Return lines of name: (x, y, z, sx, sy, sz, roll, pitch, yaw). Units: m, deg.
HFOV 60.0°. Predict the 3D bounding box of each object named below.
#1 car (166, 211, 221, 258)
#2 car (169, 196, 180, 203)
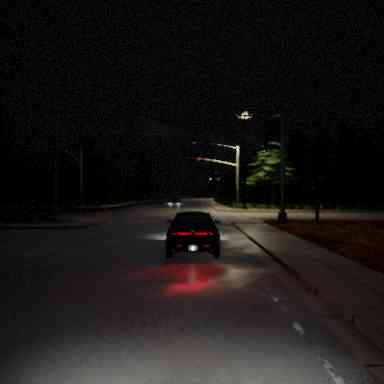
car: (0.052, 1.497, 12.755, 1.837, 1.490, 4.892, 0, 0, 1)
car: (-3.449, 1.490, 66.580, 1.837, 1.490, 4.892, 0, 0, 1)
